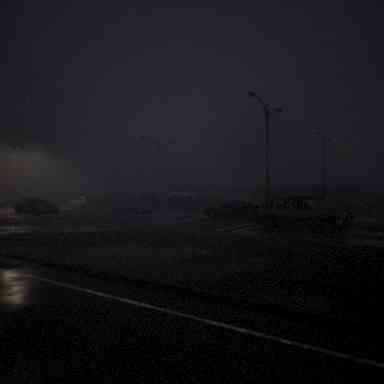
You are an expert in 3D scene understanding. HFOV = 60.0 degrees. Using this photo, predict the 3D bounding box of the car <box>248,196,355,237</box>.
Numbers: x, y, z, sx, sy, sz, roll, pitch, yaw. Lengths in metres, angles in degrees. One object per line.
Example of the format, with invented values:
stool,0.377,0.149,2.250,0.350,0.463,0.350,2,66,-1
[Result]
car,5.546,1.153,17.054,4.605,1.855,1.932,0,0,34

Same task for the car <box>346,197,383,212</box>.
car,19.870,1.395,38.046,3.806,1.475,1.970,0,0,34

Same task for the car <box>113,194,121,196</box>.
car,-11.837,1.151,49.388,4.605,1.855,1.932,0,0,34

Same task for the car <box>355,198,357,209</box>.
car,7.219,1.156,19.416,3.866,1.878,1.905,0,0,34

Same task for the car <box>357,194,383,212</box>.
car,18.232,1.156,35.658,3.866,1.878,1.905,0,0,34

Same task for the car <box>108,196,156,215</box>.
car,-5.697,1.394,31.482,3.806,1.475,1.970,0,0,34

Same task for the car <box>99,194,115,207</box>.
car,-13.305,1.362,47.141,3.905,1.438,1.784,0,0,34

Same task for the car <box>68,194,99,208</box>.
car,-14.935,1.393,44.748,3.806,1.475,1.970,0,0,34

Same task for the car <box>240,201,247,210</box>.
car,5.420,1.362,47.859,3.905,1.438,1.784,0,0,34

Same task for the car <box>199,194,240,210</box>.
car,3.737,1.152,45.501,4.605,1.855,1.932,0,0,34
